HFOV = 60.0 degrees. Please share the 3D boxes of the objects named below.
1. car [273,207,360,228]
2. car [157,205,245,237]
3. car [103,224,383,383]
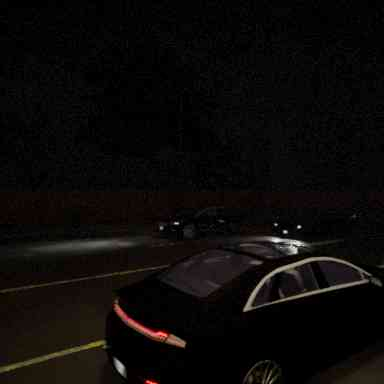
[{"bbox_3d":[6.564,1.483,17.197,5.357,1.411,2.033,0,0,-35],"label":"car"},{"bbox_3d":[0.550,1.440,17.235,4.902,1.511,2.128,0,0,-35],"label":"car"},{"bbox_3d":[1.271,1.475,4.642,4.902,1.511,2.128,0,0,-35],"label":"car"}]
